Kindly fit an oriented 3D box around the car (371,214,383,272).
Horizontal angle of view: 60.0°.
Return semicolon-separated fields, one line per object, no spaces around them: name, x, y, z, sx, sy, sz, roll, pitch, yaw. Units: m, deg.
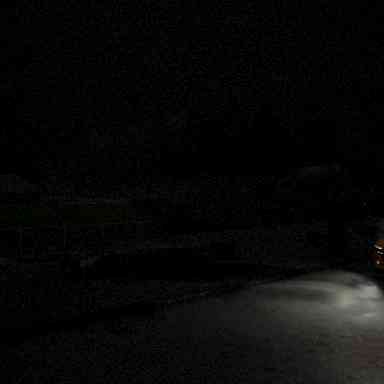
car;7.197;1.477;9.604;5.008;1.535;1.882;0;0;-35

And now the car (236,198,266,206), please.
car;7.551;1.504;43.105;1.837;1.490;4.892;0;0;-35

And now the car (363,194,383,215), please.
car;17.688;1.222;28.587;2.150;2.045;5.566;0;0;-35

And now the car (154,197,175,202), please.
car;-5.050;1.600;61.311;1.895;1.301;4.718;0;0;-35
